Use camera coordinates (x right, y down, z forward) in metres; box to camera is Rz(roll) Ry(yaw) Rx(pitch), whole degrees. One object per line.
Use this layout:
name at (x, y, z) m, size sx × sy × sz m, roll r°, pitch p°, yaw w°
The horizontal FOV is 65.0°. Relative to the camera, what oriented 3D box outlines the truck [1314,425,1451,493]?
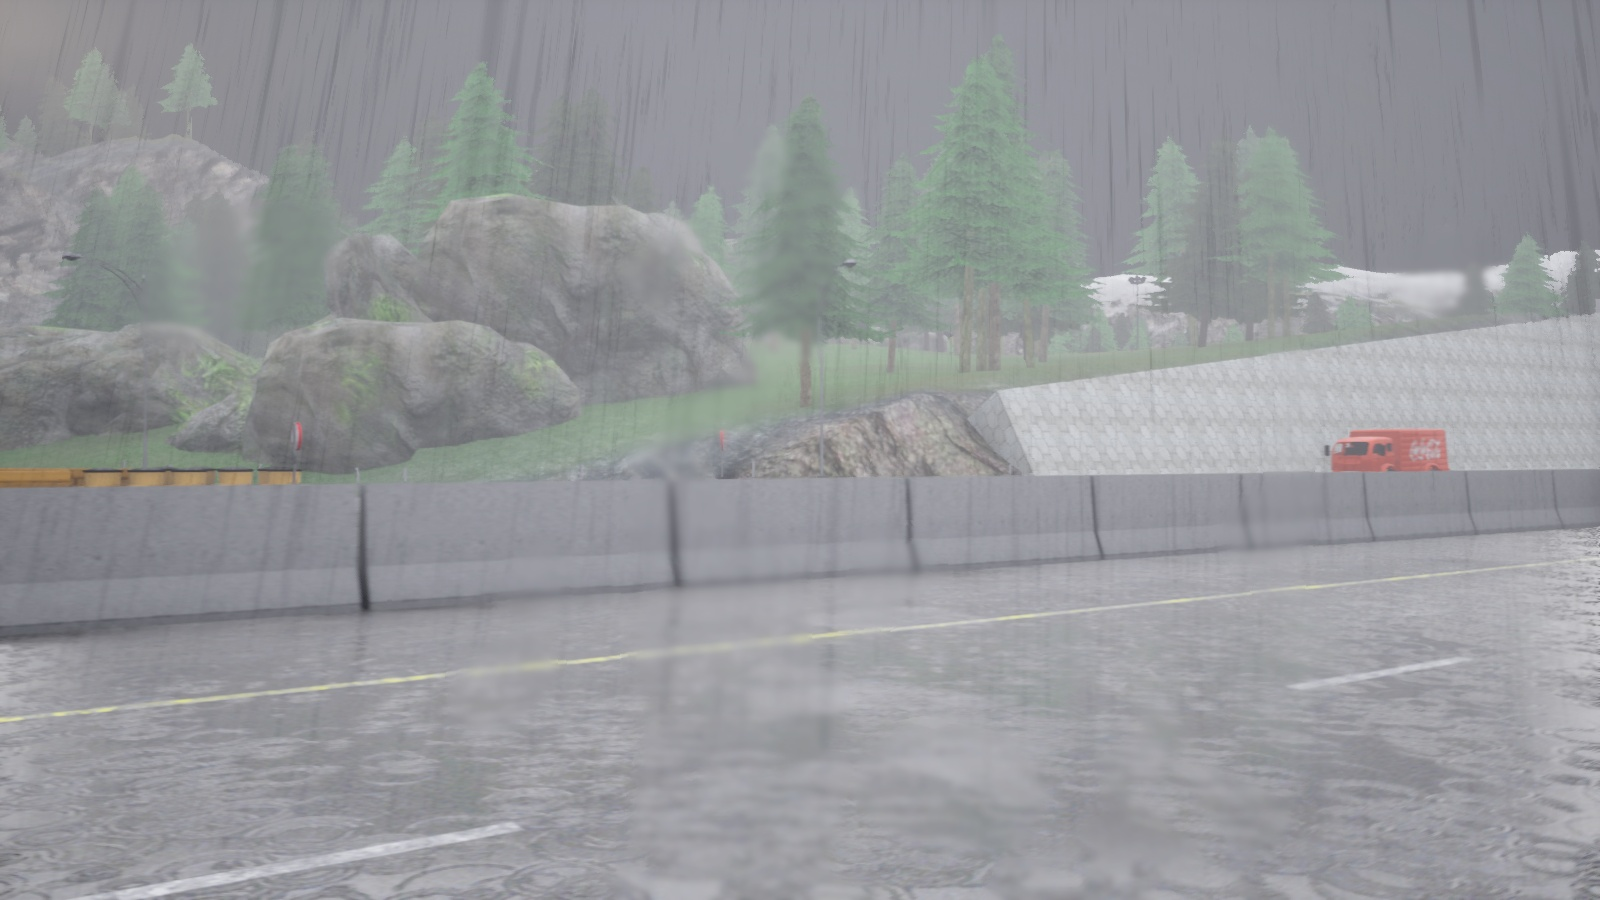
truck at (22.984, 0.310, 49.510) m, size 5.204 × 2.467 × 2.627 m, roll -2°, pitch 1°, yaw -35°
